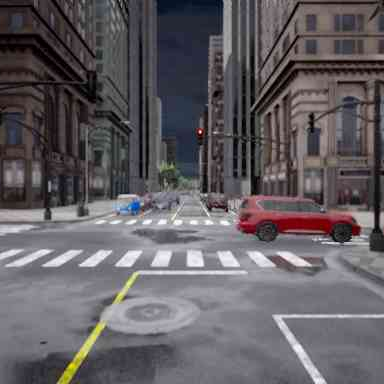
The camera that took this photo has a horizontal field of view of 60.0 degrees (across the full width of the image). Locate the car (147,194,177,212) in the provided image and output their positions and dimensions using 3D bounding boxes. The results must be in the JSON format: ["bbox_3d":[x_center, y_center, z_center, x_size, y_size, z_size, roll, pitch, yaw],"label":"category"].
[{"bbox_3d":[-3.120,1.275,35.580,2.128,1.511,4.902,0,0,0],"label":"car"}]

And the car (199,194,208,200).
[{"bbox_3d":[2.707,1.103,79.103,1.887,1.381,4.507,0,0,0],"label":"car"}]

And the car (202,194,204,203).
[{"bbox_3d":[2.735,1.068,41.017,2.192,1.841,5.009,0,0,0],"label":"car"}]

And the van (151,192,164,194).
[{"bbox_3d":[-5.798,1.039,51.885,1.690,1.788,3.998,0,0,0],"label":"van"}]

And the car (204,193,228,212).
[{"bbox_3d":[2.739,1.098,35.576,2.192,1.841,5.009,0,0,0],"label":"car"}]

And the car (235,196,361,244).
[{"bbox_3d":[4.830,1.254,15.603,5.566,2.045,2.150,1,0,0],"label":"car"}]

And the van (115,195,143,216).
[{"bbox_3d":[-5.782,1.155,30.121,1.690,1.788,3.998,0,0,0],"label":"van"}]

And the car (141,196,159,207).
[{"bbox_3d":[-5.795,1.292,46.445,1.947,1.339,4.313,0,0,0],"label":"car"}]

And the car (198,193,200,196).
[{"bbox_3d":[2.715,1.054,68.221,1.967,1.590,4.097,0,0,0],"label":"car"}]

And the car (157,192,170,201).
[{"bbox_3d":[-5.810,0.930,68.209,2.192,1.841,5.009,0,0,0],"label":"car"}]

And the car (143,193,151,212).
[{"bbox_3d":[-5.787,1.223,35.562,1.967,1.590,4.097,0,0,0],"label":"car"}]

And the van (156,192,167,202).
[{"bbox_3d":[-5.806,0.983,62.768,1.690,1.788,3.998,0,0,0],"label":"van"}]

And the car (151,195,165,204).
[{"bbox_3d":[-5.802,1.215,57.328,1.887,1.381,4.507,0,0,0],"label":"car"}]

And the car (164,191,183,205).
[{"bbox_3d":[-3.103,0.914,53.164,2.150,2.045,5.566,0,0,1],"label":"car"}]

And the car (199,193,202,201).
[{"bbox_3d":[2.723,1.220,57.341,2.008,1.369,4.403,0,0,0],"label":"car"}]

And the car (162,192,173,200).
[{"bbox_3d":[-5.818,0.874,79.091,2.192,1.841,5.009,0,0,0],"label":"car"}]

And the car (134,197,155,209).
[{"bbox_3d":[-5.791,1.299,41.004,1.887,1.381,4.507,0,0,0],"label":"car"}]

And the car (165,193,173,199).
[{"bbox_3d":[-5.822,0.974,84.533,1.967,1.590,4.097,0,0,0],"label":"car"}]
